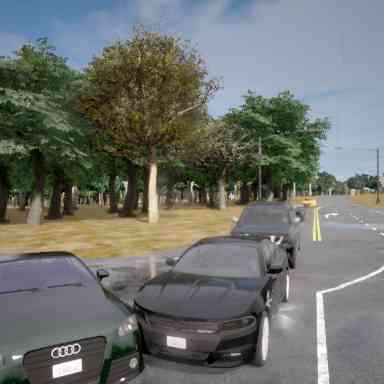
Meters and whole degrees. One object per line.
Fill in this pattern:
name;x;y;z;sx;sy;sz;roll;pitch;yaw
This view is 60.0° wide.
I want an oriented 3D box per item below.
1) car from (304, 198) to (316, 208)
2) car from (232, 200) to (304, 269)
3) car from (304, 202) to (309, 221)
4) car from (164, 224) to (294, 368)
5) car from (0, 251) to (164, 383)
car;18.821;1.703;53.514;1.882;1.535;5.008;-1;0;26
car;2.896;1.458;12.652;2.150;2.045;5.566;-1;0;20
car;8.938;1.797;28.958;1.895;1.301;4.718;-1;0;20
car;0.714;1.613;6.320;1.882;1.535;5.008;-1;-2;21
car;-2.328;1.643;5.014;1.994;1.385;4.181;1;-2;-33
